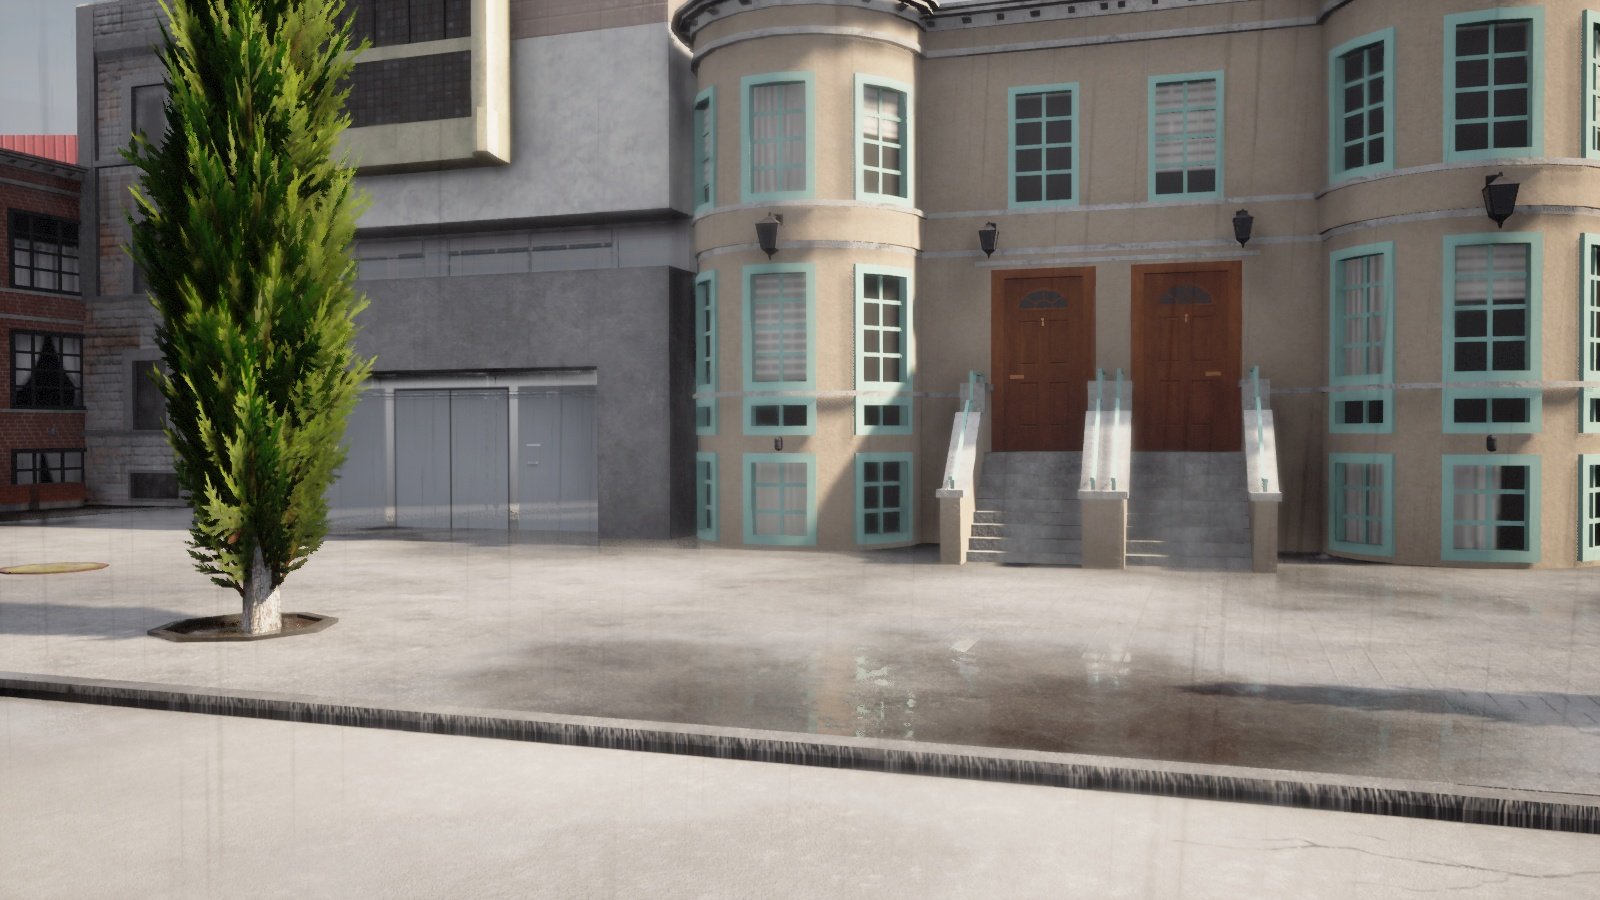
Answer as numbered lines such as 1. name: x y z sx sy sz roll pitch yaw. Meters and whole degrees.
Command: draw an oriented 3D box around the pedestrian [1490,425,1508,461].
1. pedestrian: 36.233 -0.375 65.085 0.634 1.844 0.899 0 1 17
